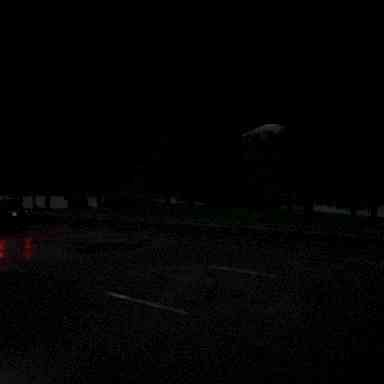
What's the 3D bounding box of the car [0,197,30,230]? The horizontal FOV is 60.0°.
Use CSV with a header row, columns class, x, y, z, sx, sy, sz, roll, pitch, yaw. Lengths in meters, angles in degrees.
class,x,y,z,sx,sy,sz,roll,pitch,yaw
car,-10.994,1.143,17.857,4.553,1.767,2.097,1,0,24
